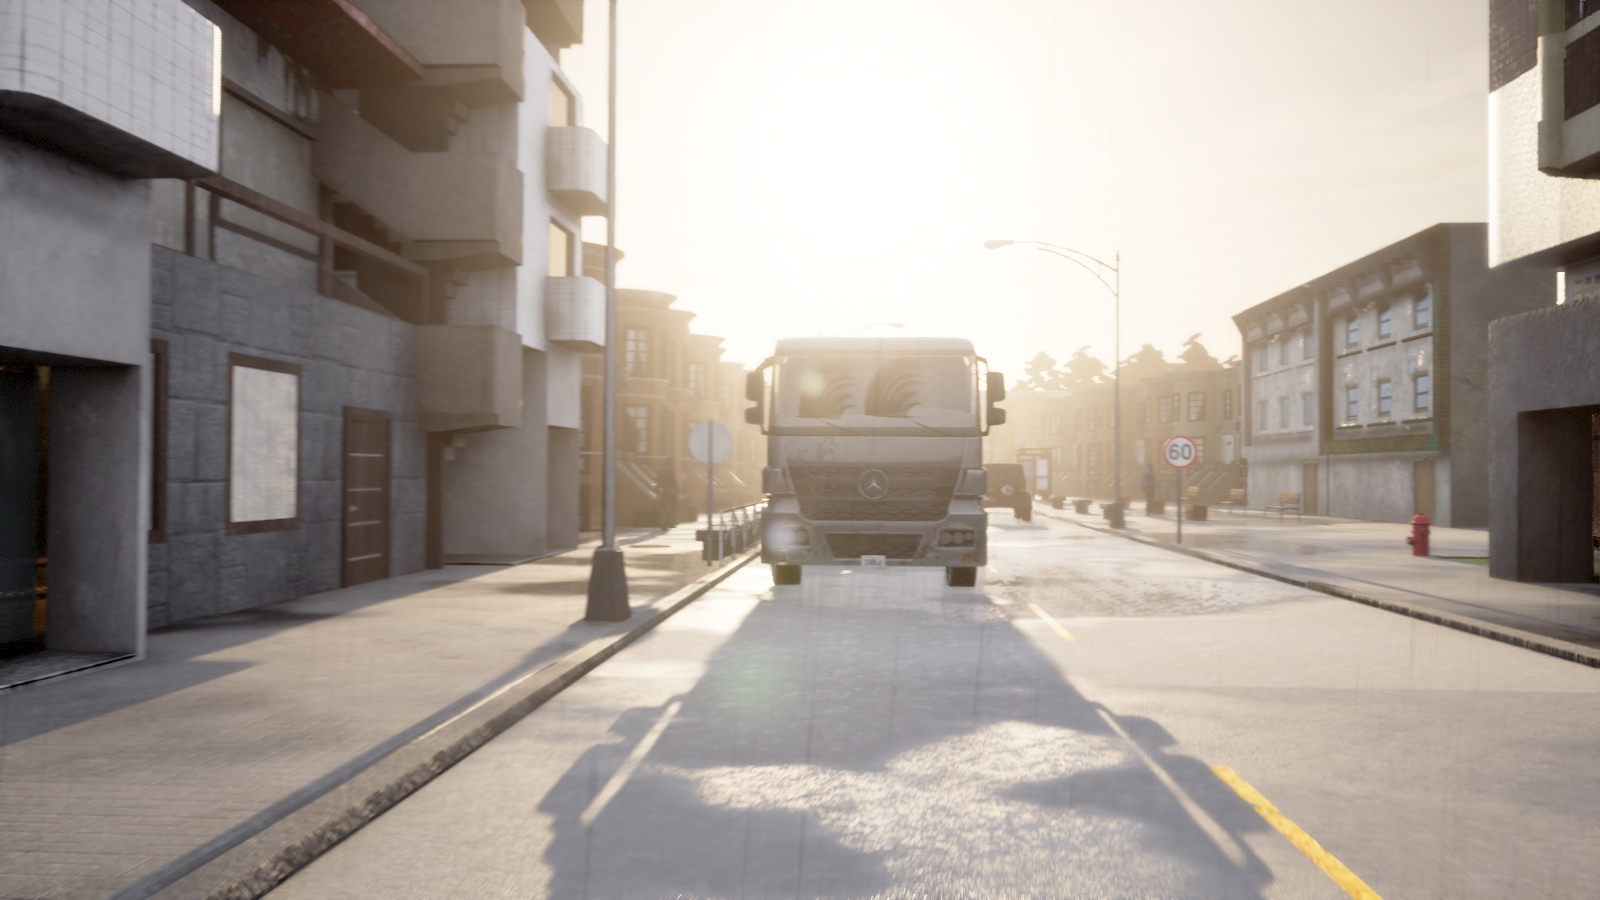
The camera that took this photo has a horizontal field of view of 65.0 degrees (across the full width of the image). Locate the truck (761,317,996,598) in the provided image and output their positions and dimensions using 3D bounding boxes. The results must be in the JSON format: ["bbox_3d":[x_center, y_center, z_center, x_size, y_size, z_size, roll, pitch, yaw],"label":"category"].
[{"bbox_3d":[1.235,0.165,19.543,2.891,3.462,7.936,0,-1,4],"label":"truck"}]

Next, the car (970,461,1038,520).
[{"bbox_3d":[6.784,1.318,42.074,1.905,1.878,3.866,0,-1,4],"label":"car"}]

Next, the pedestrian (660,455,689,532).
[{"bbox_3d":[-3.058,1.056,30.625,0.370,1.835,0.726,-1,-1,26],"label":"pedestrian"}]

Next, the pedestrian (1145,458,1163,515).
[{"bbox_3d":[11.923,1.226,42.332,0.396,1.930,0.692,0,-1,-1],"label":"pedestrian"}]
